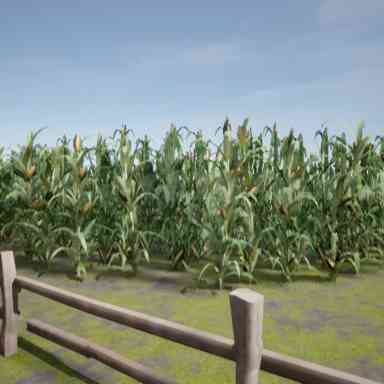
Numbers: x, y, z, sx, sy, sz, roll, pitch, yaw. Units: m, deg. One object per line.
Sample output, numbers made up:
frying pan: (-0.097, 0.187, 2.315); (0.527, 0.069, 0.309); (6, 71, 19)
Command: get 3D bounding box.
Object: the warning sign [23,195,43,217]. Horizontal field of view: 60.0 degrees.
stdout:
warning sign: (-13.842, 1.179, 28.933); (1.300, 1.860, 1.060); (1, 1, 35)
